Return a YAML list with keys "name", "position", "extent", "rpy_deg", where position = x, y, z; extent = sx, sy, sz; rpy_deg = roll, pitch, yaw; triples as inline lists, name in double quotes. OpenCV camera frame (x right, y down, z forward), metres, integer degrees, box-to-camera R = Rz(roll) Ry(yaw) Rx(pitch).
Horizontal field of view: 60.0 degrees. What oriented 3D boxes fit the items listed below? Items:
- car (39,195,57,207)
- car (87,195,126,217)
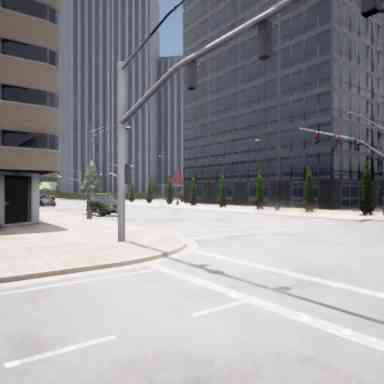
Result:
- name: "car"
  position: [-22.247, 1.616, 51.069]
  extent: [1.994, 1.385, 4.181]
  rpy_deg: [0, 0, -36]
- name: "car"
  position: [-8.355, 1.273, 32.026]
  extent: [2.150, 2.045, 5.566]
  rpy_deg: [0, 0, -36]
